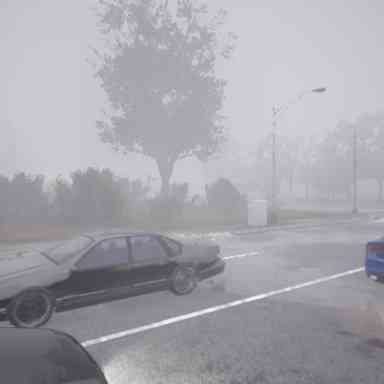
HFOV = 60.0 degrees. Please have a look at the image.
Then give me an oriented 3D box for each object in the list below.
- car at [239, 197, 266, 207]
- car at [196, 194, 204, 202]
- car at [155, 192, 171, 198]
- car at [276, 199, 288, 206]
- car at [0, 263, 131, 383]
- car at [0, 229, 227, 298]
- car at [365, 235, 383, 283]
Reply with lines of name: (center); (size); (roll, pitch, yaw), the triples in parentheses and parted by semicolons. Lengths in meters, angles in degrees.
car: (7.876, 1.399, 47.247); (1.994, 1.385, 4.181); (0, 0, -33)
car: (1.952, 1.106, 62.609); (2.097, 1.767, 4.553); (0, 1, -34)
car: (-5.279, 0.944, 66.898); (2.150, 2.045, 5.566); (0, 0, -36)
car: (11.494, 1.423, 48.101); (1.895, 1.301, 4.718); (0, 0, -33)
car: (-2.544, 1.567, 1.927); (4.181, 1.385, 1.994); (0, 0, -36)
car: (-1.748, 1.536, 7.050); (5.357, 1.411, 2.033); (0, 0, -36)
car: (6.266, 1.433, 8.249); (5.008, 1.535, 1.882); (0, 0, -36)
